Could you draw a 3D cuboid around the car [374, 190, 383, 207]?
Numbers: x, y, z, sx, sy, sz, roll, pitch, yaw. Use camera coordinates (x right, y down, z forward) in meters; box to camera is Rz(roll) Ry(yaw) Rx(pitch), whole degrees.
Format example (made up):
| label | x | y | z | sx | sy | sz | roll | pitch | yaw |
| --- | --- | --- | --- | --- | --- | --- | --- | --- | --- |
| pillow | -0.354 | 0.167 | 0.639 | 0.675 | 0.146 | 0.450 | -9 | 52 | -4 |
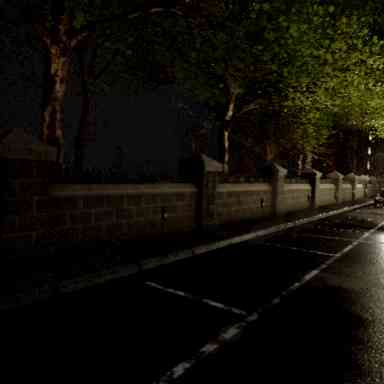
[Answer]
| label | x | y | z | sx | sy | sz | roll | pitch | yaw |
| --- | --- | --- | --- | --- | --- | --- | --- | --- | --- |
| car | 17.541 | 0.511 | 29.633 | 1.967 | 1.590 | 4.097 | 5 | 4 | 36 |
